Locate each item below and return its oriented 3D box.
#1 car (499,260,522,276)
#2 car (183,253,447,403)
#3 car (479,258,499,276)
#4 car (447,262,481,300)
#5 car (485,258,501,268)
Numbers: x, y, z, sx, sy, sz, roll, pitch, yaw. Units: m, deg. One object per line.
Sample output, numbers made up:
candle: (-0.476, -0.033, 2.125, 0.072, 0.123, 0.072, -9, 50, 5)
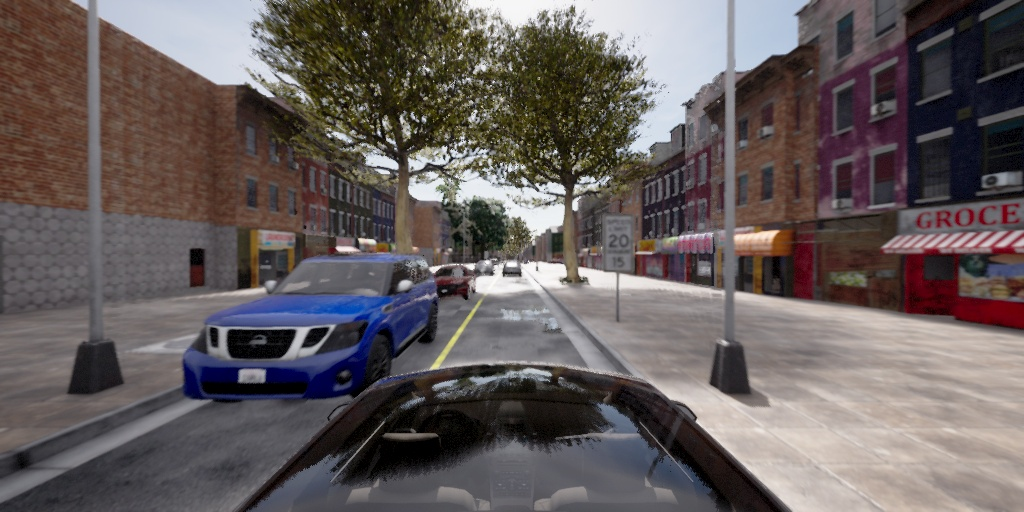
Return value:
car: (0.000, 1.289, 36.260, 1.994, 1.385, 4.181, 0, 0, 1)
car: (-2.855, 0.962, 6.706, 2.150, 2.045, 5.566, 0, 0, 0)
car: (-2.784, 1.218, 36.937, 2.128, 1.511, 4.902, 0, 0, 0)
car: (-2.847, 1.202, 17.629, 1.882, 1.535, 5.008, 0, 0, 0)
car: (-2.750, 0.951, 53.194, 2.033, 1.411, 5.357, 0, 0, 0)
